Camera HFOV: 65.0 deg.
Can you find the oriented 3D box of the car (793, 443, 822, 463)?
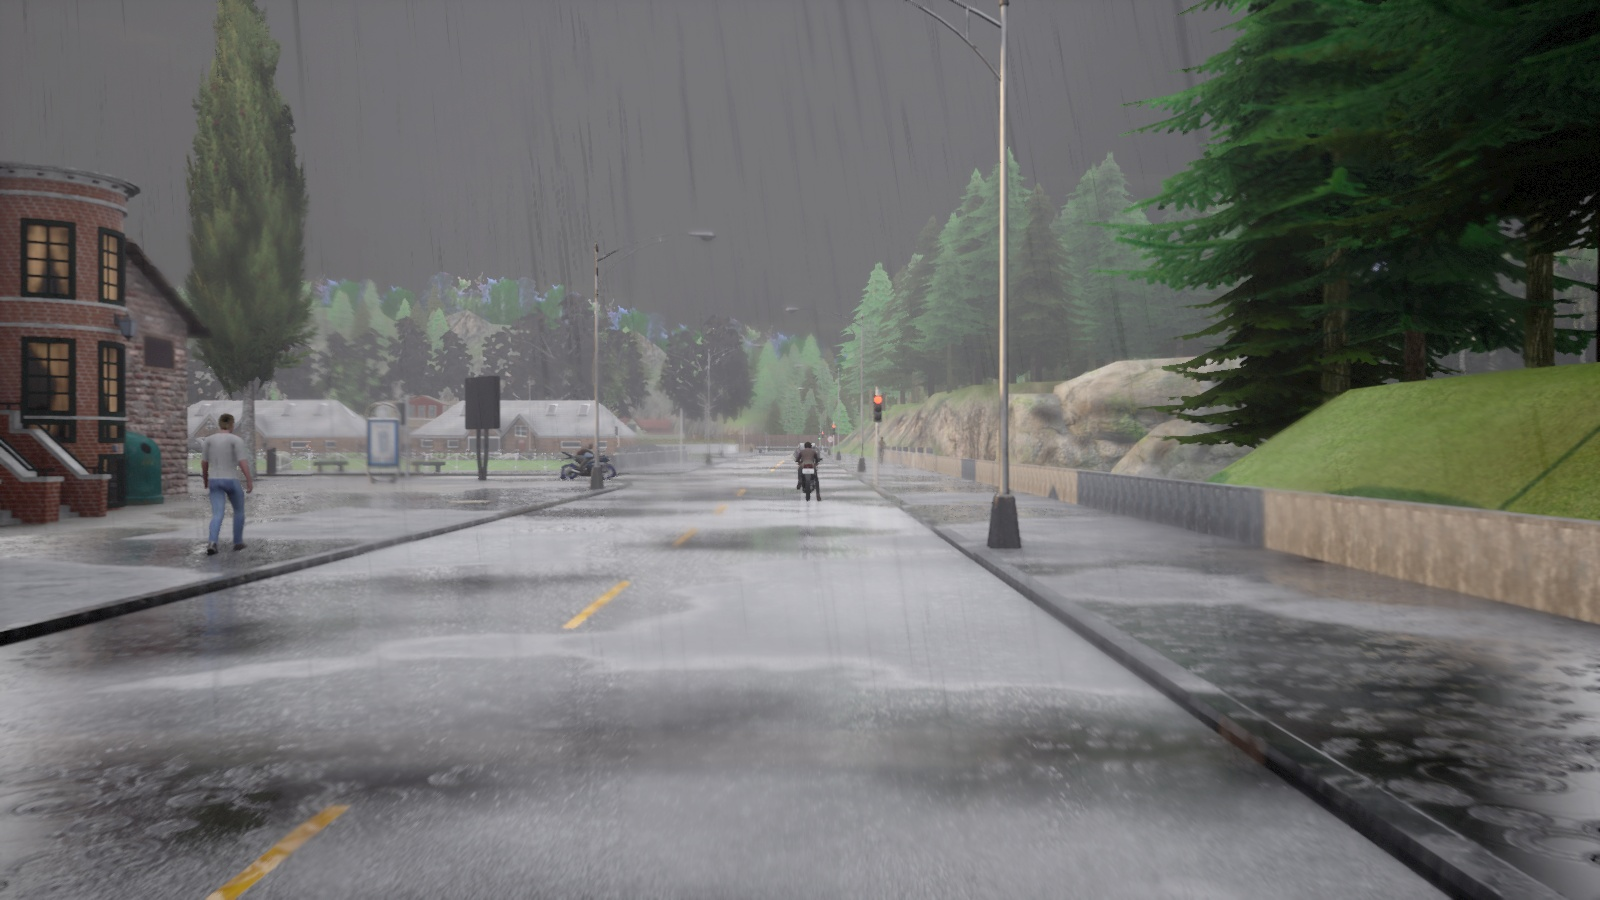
[{"bbox_3d":[0.578,0.199,97.201,2.163,1.488,4.792,0,0,0],"label":"car"}]

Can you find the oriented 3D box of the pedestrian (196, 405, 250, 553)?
[{"bbox_3d":[-7.282,0.355,15.872,0.354,1.836,0.706,0,0,1],"label":"pedestrian"}]

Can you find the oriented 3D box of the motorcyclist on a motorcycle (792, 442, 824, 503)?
[{"bbox_3d":[0.202,0.548,32.120,0.797,1.523,2.044,0,0,0],"label":"motorcyclist on a motorcycle"}]

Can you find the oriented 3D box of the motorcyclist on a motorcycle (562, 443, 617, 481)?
[{"bbox_3d":[-8.558,0.485,51.167,2.191,1.530,0.866,0,0,-8],"label":"motorcyclist on a motorcycle"}]
